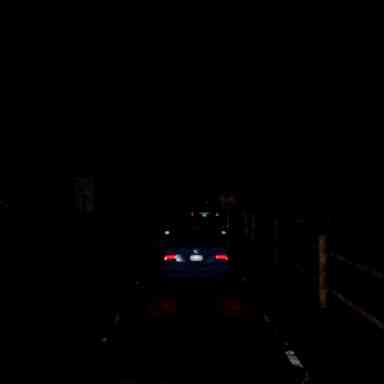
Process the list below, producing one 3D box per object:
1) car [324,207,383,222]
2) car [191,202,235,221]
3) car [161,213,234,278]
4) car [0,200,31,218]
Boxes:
[{"bbox_3d":[14.657,2.006,30.332,4.718,1.301,1.895,1,-1,1],"label":"car"},{"bbox_3d":[1.422,1.446,22.369,2.097,1.767,4.553,0,0,18],"label":"car"},{"bbox_3d":[0.105,1.590,10.241,2.033,1.411,5.357,0,0,0],"label":"car"},{"bbox_3d":[-15.895,1.387,27.676,4.674,1.442,1.812,1,-1,1],"label":"car"}]
